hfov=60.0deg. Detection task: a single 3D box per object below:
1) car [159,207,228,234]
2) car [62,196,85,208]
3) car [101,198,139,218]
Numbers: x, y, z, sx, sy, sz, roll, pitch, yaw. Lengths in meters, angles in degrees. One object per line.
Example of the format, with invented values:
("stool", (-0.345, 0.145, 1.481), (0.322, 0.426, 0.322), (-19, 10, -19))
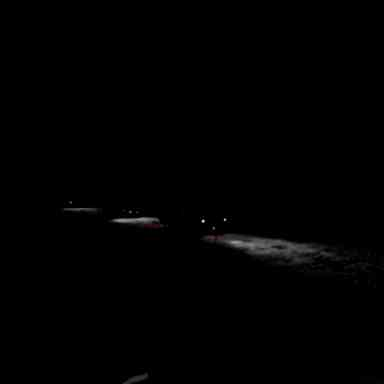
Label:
("car", (-0.031, 1.542, 19.164), (1.895, 1.301, 4.718), (0, 1, -34))
("car", (-14.476, 1.173, 40.292), (1.812, 1.442, 4.674), (0, 1, -34))
("car", (-6.176, 1.309, 28.152), (1.837, 1.490, 4.892), (0, 1, -34))
